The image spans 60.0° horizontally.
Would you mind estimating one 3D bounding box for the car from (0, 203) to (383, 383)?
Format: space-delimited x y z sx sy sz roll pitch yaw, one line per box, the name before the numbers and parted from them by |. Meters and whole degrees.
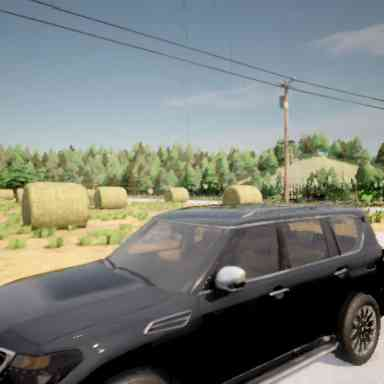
car | 0.364 1.205 4.248 5.566 2.045 2.150 0 0 -36
